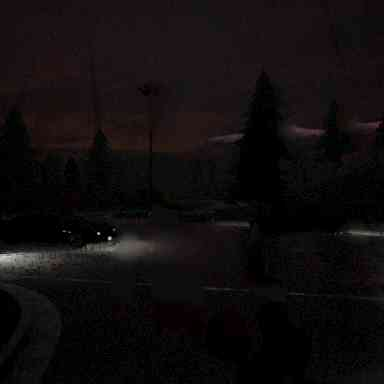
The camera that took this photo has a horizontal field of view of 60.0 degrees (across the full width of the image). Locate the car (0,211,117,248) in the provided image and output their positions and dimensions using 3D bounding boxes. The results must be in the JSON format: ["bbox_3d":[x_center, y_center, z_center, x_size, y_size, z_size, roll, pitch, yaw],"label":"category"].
[{"bbox_3d":[-6.038,1.547,14.434,5.357,1.411,2.033,0,0,12],"label":"car"}]

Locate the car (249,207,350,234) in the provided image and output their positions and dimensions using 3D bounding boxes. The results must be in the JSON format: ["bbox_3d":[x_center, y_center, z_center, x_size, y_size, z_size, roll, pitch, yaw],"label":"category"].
[{"bbox_3d":[5.964,1.546,18.974,5.357,1.411,2.033,0,0,12],"label":"car"}]

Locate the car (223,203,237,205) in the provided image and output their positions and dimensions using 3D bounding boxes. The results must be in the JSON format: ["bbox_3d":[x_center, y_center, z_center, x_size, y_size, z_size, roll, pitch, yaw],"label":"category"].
[{"bbox_3d":[6.802,1.561,59.465,1.994,1.385,4.181,0,0,-4],"label":"car"}]

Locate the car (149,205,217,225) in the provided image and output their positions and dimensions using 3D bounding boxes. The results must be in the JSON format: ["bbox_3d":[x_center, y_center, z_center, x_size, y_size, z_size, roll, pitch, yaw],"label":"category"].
[{"bbox_3d":[-0.609,1.600,23.995,4.718,1.301,1.895,0,0,12],"label":"car"}]
